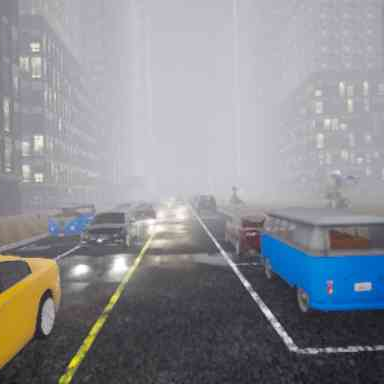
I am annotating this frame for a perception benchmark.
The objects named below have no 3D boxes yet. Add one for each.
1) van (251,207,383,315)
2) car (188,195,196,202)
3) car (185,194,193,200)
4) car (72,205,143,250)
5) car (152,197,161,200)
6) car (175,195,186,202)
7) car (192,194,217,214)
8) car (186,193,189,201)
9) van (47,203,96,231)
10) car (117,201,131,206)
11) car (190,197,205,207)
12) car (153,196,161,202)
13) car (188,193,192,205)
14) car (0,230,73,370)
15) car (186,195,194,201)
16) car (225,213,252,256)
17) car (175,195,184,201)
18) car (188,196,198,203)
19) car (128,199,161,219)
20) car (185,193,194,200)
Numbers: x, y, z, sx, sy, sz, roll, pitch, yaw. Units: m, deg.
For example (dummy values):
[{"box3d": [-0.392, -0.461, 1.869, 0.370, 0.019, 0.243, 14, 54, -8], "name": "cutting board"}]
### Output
[{"box3d": [2.621, 1.260, 7.100, 1.690, 1.788, 3.998, -1, 0, -2], "name": "van"}, {"box3d": [-0.042, 1.491, 73.685, 1.752, 1.417, 4.829, -1, 0, -2], "name": "car"}, {"box3d": [-0.886, 1.411, 95.627, 1.967, 1.590, 4.097, -1, 0, -2], "name": "car"}, {"box3d": [-3.586, 1.606, 15.041, 1.837, 1.490, 4.892, -2, 0, -2], "name": "car"}, {"box3d": [-8.404, 1.797, 73.193, 1.802, 1.307, 4.206, -1, 0, -2], "name": "car"}, {"box3d": [-2.847, 1.595, 76.591, 1.994, 1.385, 4.181, -2, 0, -2], "name": "car"}, {"box3d": [1.446, 1.258, 34.767, 2.192, 1.841, 5.009, -1, 0, -2], "name": "car"}, {"box3d": [0.597, 1.271, 56.909, 2.192, 1.841, 5.009, -1, 0, -2], "name": "car"}, {"box3d": [-6.287, 1.521, 17.840, 1.690, 1.788, 3.998, -1, 0, -2], "name": "van"}, {"box3d": [-6.919, 1.758, 34.446, 1.947, 1.339, 4.313, -1, 0, -2], "name": "car"}, {"box3d": [0.815, 1.519, 51.374, 1.947, 1.339, 4.313, -1, 0, -2], "name": "car"}, {"box3d": [-8.829, 1.803, 84.263, 1.802, 1.307, 4.206, -1, 0, -2], "name": "car"}, {"box3d": [1.021, 1.265, 45.839, 2.192, 1.841, 5.009, -1, 0, -2], "name": "car"}, {"box3d": [-3.160, 1.570, 3.801, 1.882, 1.535, 5.008, -2, 0, -2], "name": "car"}, {"box3d": [-0.459, 1.538, 84.585, 1.947, 1.339, 4.313, -1, 0, -2], "name": "car"}, {"box3d": [2.324, 1.471, 12.631, 1.887, 1.381, 4.507, -1, 0, -2], "name": "car"}, {"box3d": [-3.234, 1.475, 86.592, 2.033, 1.411, 5.357, -2, 0, -2], "name": "car"}, {"box3d": [0.178, 1.513, 67.979, 2.008, 1.369, 4.403, -1, 0, -2], "name": "car"}, {"box3d": [-4.114, 1.674, 29.517, 1.994, 1.385, 4.181, -2, 0, -2], "name": "car"}, {"box3d": [-0.677, 1.290, 90.120, 2.192, 1.841, 5.009, -1, 0, -2], "name": "car"}]
